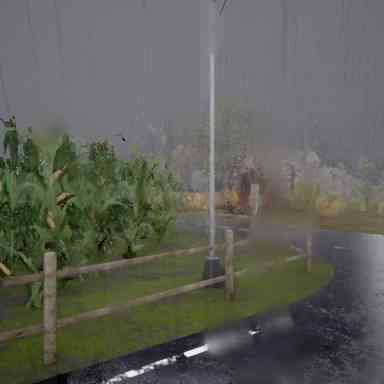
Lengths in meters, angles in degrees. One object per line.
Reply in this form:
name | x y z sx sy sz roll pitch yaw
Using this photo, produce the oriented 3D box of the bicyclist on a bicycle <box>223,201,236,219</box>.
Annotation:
bicyclist on a bicycle | 3.339 1.596 29.622 1.656 1.620 0.582 0 0 -35
